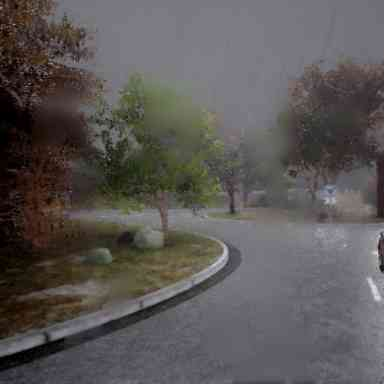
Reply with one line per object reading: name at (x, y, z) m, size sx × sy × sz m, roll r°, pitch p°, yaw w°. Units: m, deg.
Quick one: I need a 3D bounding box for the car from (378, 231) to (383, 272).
car at (5.712, 1.381, 7.831) m, size 2.097 × 1.767 × 4.553 m, roll 0°, pitch 0°, yaw 26°
